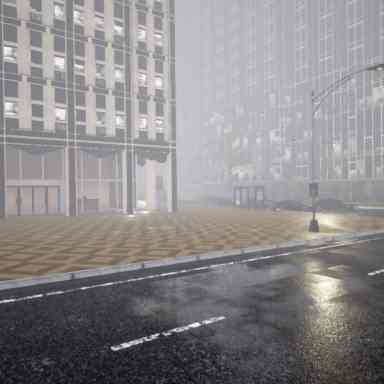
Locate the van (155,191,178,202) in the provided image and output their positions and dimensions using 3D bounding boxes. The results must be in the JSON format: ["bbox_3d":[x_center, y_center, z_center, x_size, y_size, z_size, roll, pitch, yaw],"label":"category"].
[{"bbox_3d":[-4.790,0.936,59.093,1.690,1.788,3.998,0,1,-35],"label":"van"}]

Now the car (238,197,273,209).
[{"bbox_3d":[8.008,1.388,40.309,1.802,1.307,4.206,0,1,-35],"label":"car"}]

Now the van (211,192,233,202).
[{"bbox_3d":[5.335,0.855,59.162,1.690,1.788,3.998,0,1,-35],"label":"van"}]

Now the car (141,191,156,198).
[{"bbox_3d":[-10.779,0.685,82.571,1.967,1.590,4.097,0,1,-35],"label":"car"}]

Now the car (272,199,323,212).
[{"bbox_3d":[11.217,1.423,35.615,1.947,1.339,4.313,0,1,-35],"label":"car"}]

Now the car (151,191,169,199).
[{"bbox_3d":[-7.556,0.614,77.888,2.192,1.841,5.009,0,1,-35],"label":"car"}]

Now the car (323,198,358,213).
[{"bbox_3d":[14.976,1.364,34.936,1.812,1.442,4.674,-1,1,-34],"label":"car"}]

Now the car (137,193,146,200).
[{"bbox_3d":[-11.236,1.039,68.459,2.008,1.369,4.403,0,1,-35],"label":"car"}]

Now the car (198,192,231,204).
[{"bbox_3d":[3.688,1.205,51.348,2.033,1.411,5.357,-1,1,-34],"label":"car"}]

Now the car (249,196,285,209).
[{"bbox_3d":[9.578,1.316,42.773,1.994,1.385,4.181,-1,1,-35],"label":"car"}]

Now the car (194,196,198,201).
[{"bbox_3d":[2.113,1.043,63.846,1.802,1.307,4.206,0,1,-35],"label":"car"}]

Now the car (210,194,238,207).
[{"bbox_3d":[4.833,1.319,45.023,1.947,1.339,4.313,0,1,-35],"label":"car"}]
